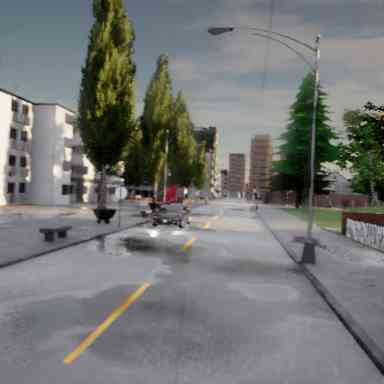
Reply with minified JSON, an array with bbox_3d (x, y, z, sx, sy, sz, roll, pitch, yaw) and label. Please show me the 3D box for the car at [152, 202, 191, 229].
[{"bbox_3d":[-1.197,1.421,21.461,1.837,1.490,4.892,3,0,8],"label":"car"}]
